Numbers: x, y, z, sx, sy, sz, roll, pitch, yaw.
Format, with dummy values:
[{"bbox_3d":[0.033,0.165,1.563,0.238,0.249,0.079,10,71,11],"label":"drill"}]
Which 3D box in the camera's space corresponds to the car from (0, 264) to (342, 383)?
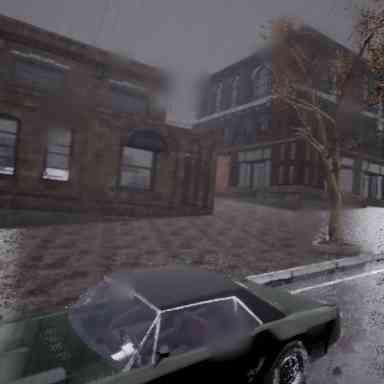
[{"bbox_3d":[-0.559,1.595,3.517,4.718,1.301,1.895,0,0,-35],"label":"car"}]
